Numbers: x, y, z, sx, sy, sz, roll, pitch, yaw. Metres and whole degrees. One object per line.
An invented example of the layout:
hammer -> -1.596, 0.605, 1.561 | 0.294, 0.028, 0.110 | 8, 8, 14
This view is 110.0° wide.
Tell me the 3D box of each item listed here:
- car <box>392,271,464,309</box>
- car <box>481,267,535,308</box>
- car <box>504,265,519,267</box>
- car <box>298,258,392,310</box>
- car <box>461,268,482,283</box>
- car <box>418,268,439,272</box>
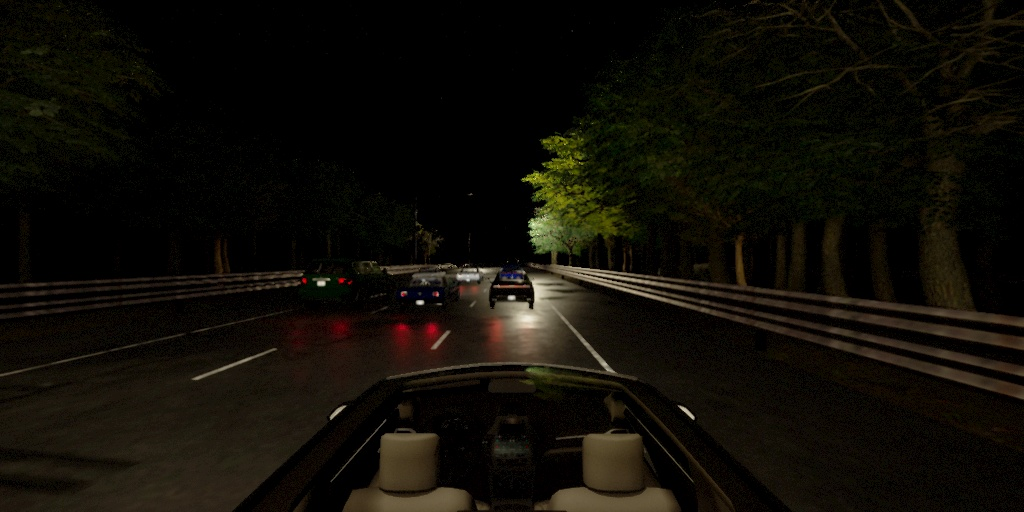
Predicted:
car -> -3.509, 1.519, 15.949 | 1.895, 1.301, 4.718 | 0, -1, 0
car -> -0.007, 1.413, 16.135 | 2.128, 1.511, 4.902 | 0, -1, 0
car -> -0.008, 1.548, 31.328 | 1.882, 1.535, 5.008 | 1, 0, 0
car -> -7.010, 1.134, 15.859 | 2.150, 2.045, 5.566 | 0, -1, 0
car -> -3.525, 1.664, 30.942 | 1.895, 1.301, 4.718 | 0, -1, 0
car -> -7.026, 1.682, 30.946 | 1.895, 1.301, 4.718 | 0, -1, 0
